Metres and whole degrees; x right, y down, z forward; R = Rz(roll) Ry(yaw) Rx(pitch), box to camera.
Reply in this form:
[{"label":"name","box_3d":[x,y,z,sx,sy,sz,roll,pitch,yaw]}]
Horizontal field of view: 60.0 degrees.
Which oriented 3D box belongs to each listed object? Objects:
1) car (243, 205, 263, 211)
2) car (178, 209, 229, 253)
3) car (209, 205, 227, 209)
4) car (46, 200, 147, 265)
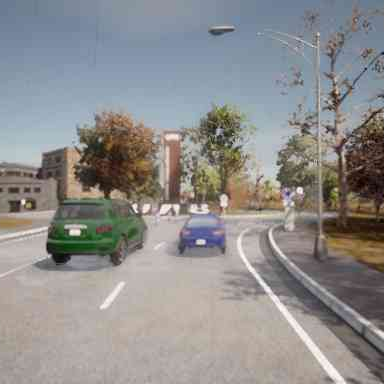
[{"label":"car","box_3d":[13.294,3.492,72.605,4.181,1.385,1.994,-2,-3,45]},{"label":"car","box_3d":[0.542,1.637,14.027,1.812,1.442,4.674,0,-1,6]},{"label":"car","box_3d":[5.726,3.563,74.072,4.181,1.385,1.994,-1,-2,24]},{"label":"car","box_3d":[-3.159,1.301,12.174,2.150,2.045,5.566,0,-1,4]}]
